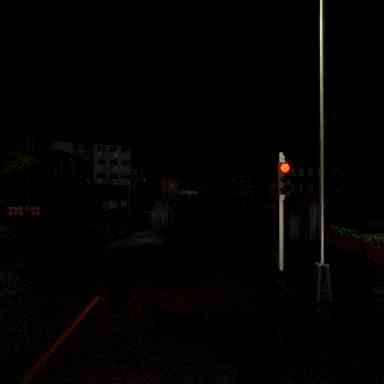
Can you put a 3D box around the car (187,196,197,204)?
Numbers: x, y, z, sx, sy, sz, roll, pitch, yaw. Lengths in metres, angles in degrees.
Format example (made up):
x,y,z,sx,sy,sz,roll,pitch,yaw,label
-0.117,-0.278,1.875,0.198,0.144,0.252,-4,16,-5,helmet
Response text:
x,y,z,sx,sy,sz,roll,pitch,yaw,label
0.082,1.547,66.201,2.033,1.411,5.357,0,0,0,car

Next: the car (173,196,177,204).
x,y,z,sx,sy,sz,roll,pitch,yaw,label
-4.028,1.491,53.050,2.128,1.511,4.902,0,0,0,car

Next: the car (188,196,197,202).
x,y,z,sx,sy,sz,roll,pitch,yaw,label
0.095,1.583,76.796,1.895,1.301,4.718,0,0,0,car

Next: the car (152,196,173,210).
x,y,z,sx,sy,sz,roll,pitch,yaw,label
-4.047,1.491,43.086,2.128,1.511,4.902,0,0,0,car

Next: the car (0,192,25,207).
x,y,z,sx,sy,sz,roll,pitch,yaw,label
-19.715,0.985,35.000,1.905,1.878,3.866,0,0,35,car

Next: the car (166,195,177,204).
x,y,z,sx,sy,sz,roll,pitch,yaw,label
-3.956,1.477,65.847,1.882,1.535,5.008,0,0,0,car
